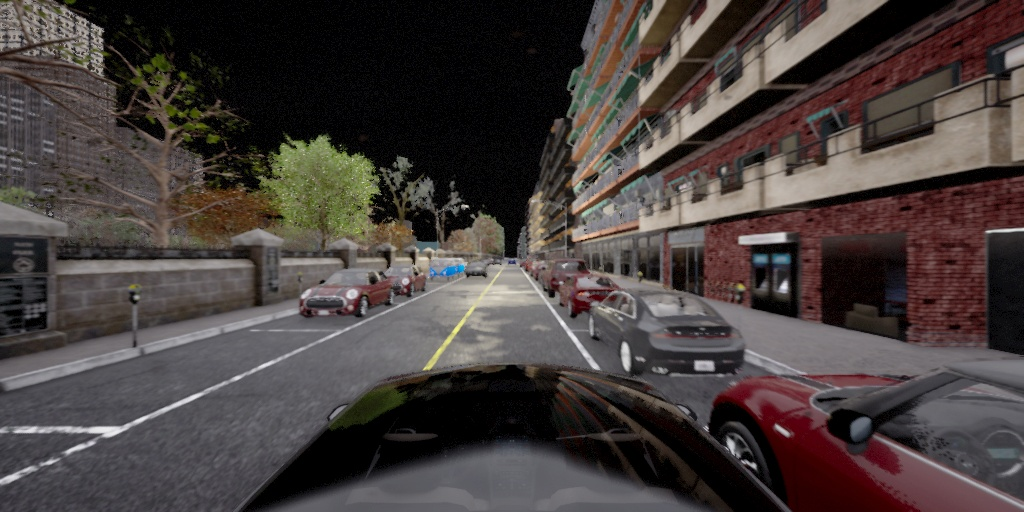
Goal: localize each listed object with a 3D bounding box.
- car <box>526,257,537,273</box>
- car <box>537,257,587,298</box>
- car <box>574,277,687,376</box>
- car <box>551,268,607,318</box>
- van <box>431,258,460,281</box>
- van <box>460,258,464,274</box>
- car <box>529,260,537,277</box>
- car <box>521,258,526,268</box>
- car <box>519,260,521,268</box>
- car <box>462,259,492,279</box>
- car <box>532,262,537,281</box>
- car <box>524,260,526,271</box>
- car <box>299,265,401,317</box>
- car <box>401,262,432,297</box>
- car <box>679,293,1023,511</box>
[{"bbox_3d":[2.688,1.199,35.346,1.967,1.591,4.097,0,0,0],"label":"car"},{"bbox_3d":[2.690,1.065,18.457,2.192,1.841,5.009,0,0,0],"label":"car"},{"bbox_3d":[2.691,1.300,7.197,2.007,1.370,4.403,0,0,0],"label":"car"},{"bbox_3d":[2.690,1.295,12.827,1.888,1.381,4.507,0,0,0],"label":"car"},{"bbox_3d":[-5.692,1.096,29.716,1.690,1.789,3.998,0,0,0],"label":"van"},{"bbox_3d":[-5.692,1.100,35.345,1.690,1.789,3.998,0,0,0],"label":"van"},{"bbox_3d":[2.688,1.300,29.717,1.888,1.381,4.507,0,0,0],"label":"car"},{"bbox_3d":[2.687,1.086,46.606,2.192,1.841,5.009,0,0,0],"label":"car"},{"bbox_3d":[2.381,1.146,62.288,2.097,1.767,4.553,0,0,0],"label":"car"},{"bbox_3d":[-3.096,1.264,32.869,1.837,1.490,4.892,0,0,0],"label":"car"},{"bbox_3d":[2.689,1.302,24.087,2.007,1.370,4.403,0,0,0],"label":"car"},{"bbox_3d":[2.688,1.346,40.977,1.802,1.307,4.207,0,0,0],"label":"car"},{"bbox_3d":[-5.690,1.190,12.827,1.967,1.591,4.097,0,0,0],"label":"car"},{"bbox_3d":[-5.690,1.191,18.456,1.967,1.591,4.097,0,0,0],"label":"car"},{"bbox_3d":[2.692,1.190,1.567,1.967,1.591,4.097,0,0,0],"label":"car"}]
